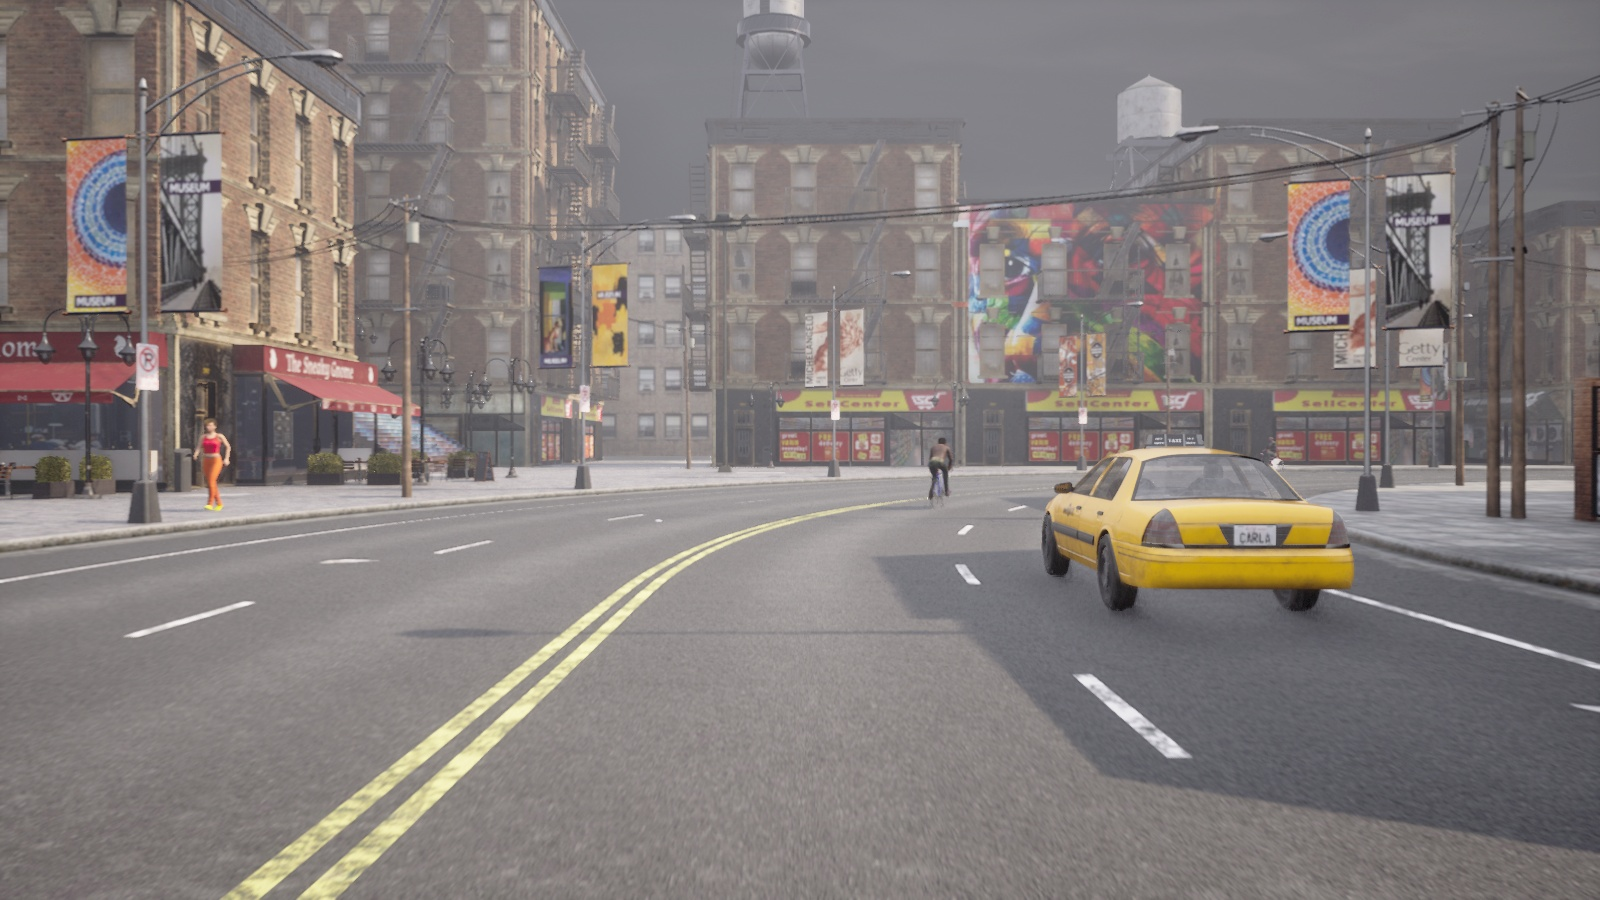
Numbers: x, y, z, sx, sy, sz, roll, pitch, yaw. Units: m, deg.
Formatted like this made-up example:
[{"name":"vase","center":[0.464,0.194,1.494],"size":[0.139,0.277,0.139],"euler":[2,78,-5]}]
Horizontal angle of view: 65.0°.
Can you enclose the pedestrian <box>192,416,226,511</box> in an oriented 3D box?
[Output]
[{"name":"pedestrian","center":[-11.481,0.256,24.403],"size":[0.345,1.836,0.594],"euler":[0,0,7]}]

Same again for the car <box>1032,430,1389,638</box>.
[{"name":"car","center":[3.607,0.620,12.213],"size":[1.801,1.575,5.366],"euler":[0,0,1]}]

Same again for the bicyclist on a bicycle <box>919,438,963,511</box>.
[{"name":"bicyclist on a bicycle","center":[3.226,0.541,28.633],"size":[0.582,1.620,1.656],"euler":[0,0,20]}]
